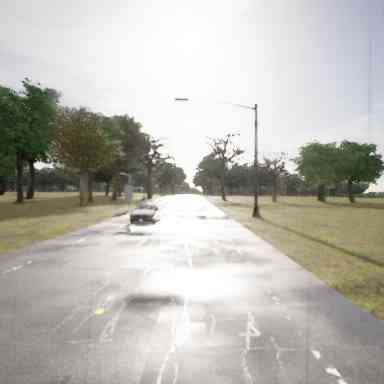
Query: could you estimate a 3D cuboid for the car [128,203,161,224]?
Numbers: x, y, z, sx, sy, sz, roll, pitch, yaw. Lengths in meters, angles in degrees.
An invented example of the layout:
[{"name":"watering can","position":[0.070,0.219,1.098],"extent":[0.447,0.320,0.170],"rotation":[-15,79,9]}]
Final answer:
[{"name":"car","position":[-3.477,1.560,25.413],"extent":[2.033,1.411,5.357],"rotation":[0,0,0]}]
